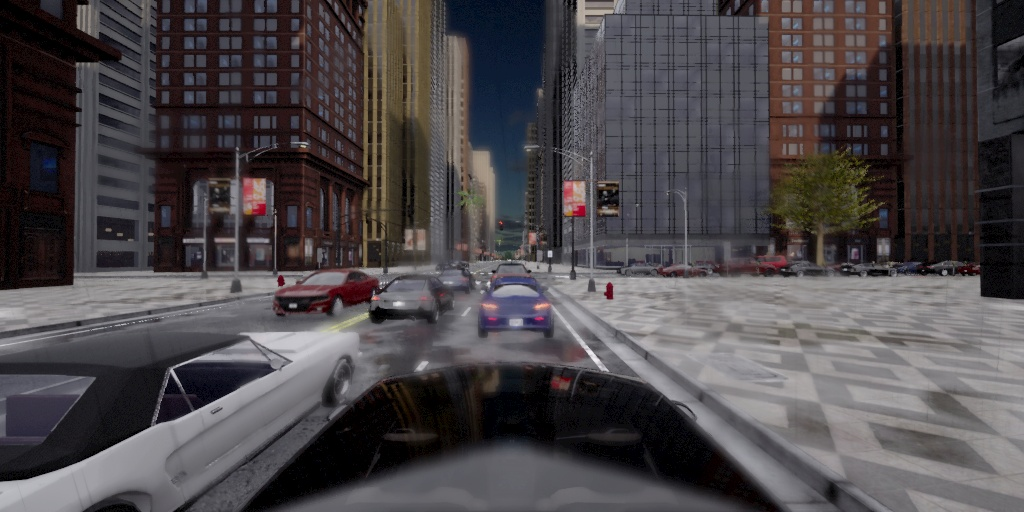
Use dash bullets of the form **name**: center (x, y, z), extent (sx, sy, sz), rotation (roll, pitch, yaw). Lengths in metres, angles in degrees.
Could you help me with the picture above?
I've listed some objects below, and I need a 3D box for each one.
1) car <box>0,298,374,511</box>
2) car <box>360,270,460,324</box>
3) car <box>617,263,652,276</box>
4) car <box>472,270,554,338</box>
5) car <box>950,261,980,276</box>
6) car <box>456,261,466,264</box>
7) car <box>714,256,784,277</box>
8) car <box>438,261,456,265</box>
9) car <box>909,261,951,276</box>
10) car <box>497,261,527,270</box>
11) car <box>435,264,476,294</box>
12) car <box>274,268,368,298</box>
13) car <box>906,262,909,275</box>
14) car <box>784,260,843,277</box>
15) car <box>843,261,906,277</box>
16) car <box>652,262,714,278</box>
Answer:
- **car**: center (-3.155, 1.351, 3.260), extent (1.895, 1.301, 4.718), rotation (0, 0, 0)
- **car**: center (-3.165, 1.328, 12.082), extent (1.994, 1.385, 4.181), rotation (0, 0, 0)
- **car**: center (13.235, 1.387, 37.872), extent (4.181, 1.385, 1.994), rotation (0, -1, -1)
- **car**: center (0.093, 1.285, 10.093), extent (1.812, 1.442, 4.674), rotation (0, 0, 0)
- **car**: center (43.463, 1.215, 32.606), extent (4.507, 1.381, 1.888), rotation (0, 0, -1)
- **car**: center (-9.902, 1.551, 63.100), extent (2.128, 1.511, 4.902), rotation (0, 0, 0)
- **car**: center (20.914, 1.043, 32.225), extent (5.009, 1.841, 2.192), rotation (0, 0, -1)
- **car**: center (-9.911, 1.549, 52.814), extent (1.994, 1.385, 4.181), rotation (0, 0, 0)
- **car**: center (42.754, 1.208, 35.220), extent (4.892, 1.490, 1.837), rotation (0, -1, -1)
- **car**: center (-0.024, 1.137, 19.079), extent (2.097, 1.767, 4.553), rotation (0, 0, 0)
- **car**: center (-3.176, 1.355, 20.470), extent (1.994, 1.385, 4.181), rotation (0, 0, 0)
- **car**: center (-6.630, 1.244, 13.367), extent (1.882, 1.535, 5.008), rotation (0, 0, 0)
- **car**: center (42.793, 1.287, 38.313), extent (5.357, 1.411, 2.033), rotation (0, -1, 0)
- **car**: center (26.551, 1.277, 32.320), extent (4.313, 1.339, 1.948), rotation (0, 0, -1)
- **car**: center (32.188, 1.262, 32.415), extent (4.313, 1.339, 1.948), rotation (0, 0, -1)
- **car**: center (15.275, 1.329, 32.129), extent (4.207, 1.307, 1.802), rotation (0, 0, -1)
